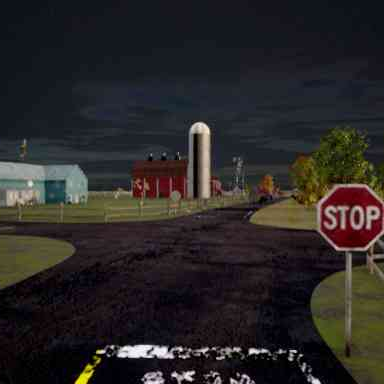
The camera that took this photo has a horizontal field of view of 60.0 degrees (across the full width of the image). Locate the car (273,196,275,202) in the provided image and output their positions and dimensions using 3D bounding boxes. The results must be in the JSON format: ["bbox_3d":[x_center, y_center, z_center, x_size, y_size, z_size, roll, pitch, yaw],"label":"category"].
[{"bbox_3d":[17.054,1.232,72.906,2.097,1.767,4.553,0,0,19],"label":"car"}]

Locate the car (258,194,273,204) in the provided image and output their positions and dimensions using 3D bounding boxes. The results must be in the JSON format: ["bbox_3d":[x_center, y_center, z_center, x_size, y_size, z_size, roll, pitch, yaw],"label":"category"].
[{"bbox_3d":[13.709,1.516,63.065,1.837,1.490,4.892,0,0,19],"label":"car"}]
